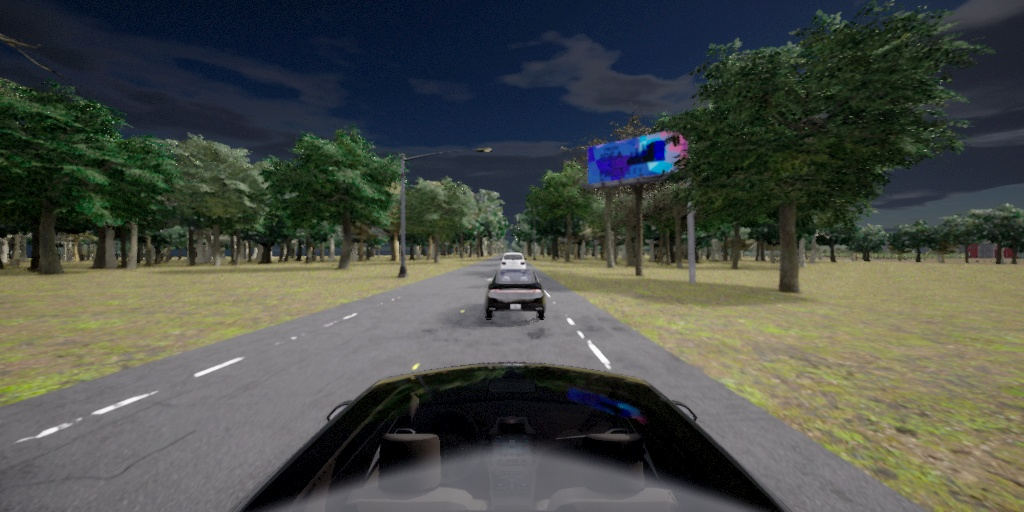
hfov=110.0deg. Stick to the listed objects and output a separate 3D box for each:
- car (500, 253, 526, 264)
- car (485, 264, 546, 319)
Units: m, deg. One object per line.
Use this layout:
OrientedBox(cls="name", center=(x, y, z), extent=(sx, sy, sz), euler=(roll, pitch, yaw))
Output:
OrientedBox(cls="car", center=(0.114, 0.751, 32.635), extent=(2.150, 2.045, 5.566), euler=(0, 1, 0))
OrientedBox(cls="car", center=(0.102, 1.194, 12.508), extent=(2.128, 1.511, 4.902), euler=(0, 0, 0))
